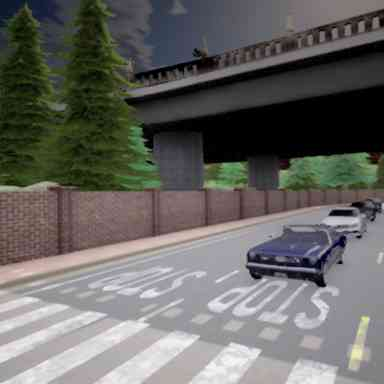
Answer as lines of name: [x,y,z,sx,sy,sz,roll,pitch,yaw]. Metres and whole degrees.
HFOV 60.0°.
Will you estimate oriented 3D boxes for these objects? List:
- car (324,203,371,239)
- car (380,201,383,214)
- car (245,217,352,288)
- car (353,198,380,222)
car: [8.105,1.522,17.580,1.812,1.442,4.674,-1,0,32]
car: [18.806,1.407,34.728,1.837,1.490,4.892,-1,0,33]
car: [3.232,1.640,9.690,1.895,1.301,4.718,-1,0,32]
car: [13.300,1.456,25.972,1.837,1.490,4.892,-1,0,32]
